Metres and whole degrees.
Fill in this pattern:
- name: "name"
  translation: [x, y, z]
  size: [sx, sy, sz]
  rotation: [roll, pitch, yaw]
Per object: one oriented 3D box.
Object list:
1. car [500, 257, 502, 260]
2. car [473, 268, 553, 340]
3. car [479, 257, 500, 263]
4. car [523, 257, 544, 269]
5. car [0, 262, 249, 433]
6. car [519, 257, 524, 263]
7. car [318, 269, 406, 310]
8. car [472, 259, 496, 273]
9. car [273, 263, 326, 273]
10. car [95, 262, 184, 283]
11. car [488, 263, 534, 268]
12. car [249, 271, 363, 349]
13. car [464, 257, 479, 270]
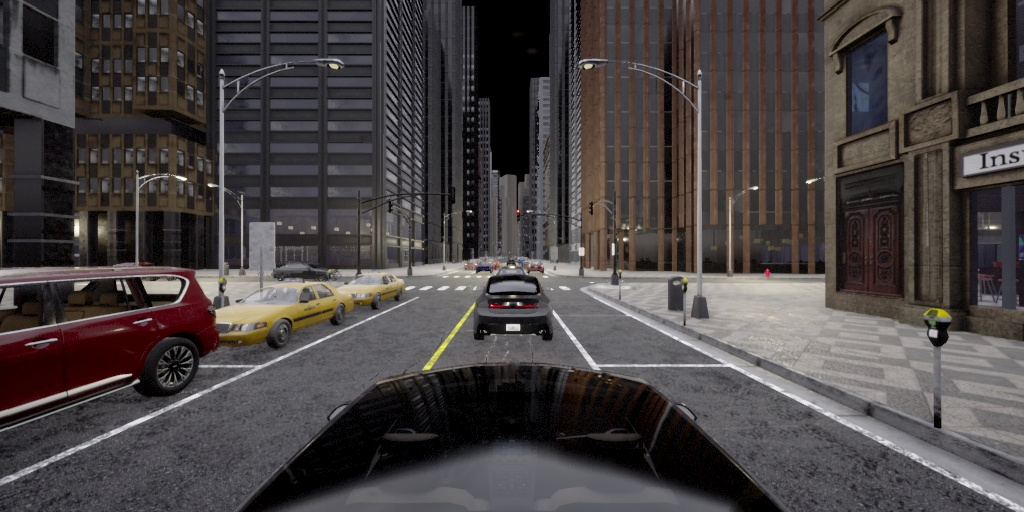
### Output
- name: "car"
  translation: [-3.222, 1.115, 61.973]
  size: [2.097, 1.767, 4.553]
  rotation: [0, 0, 0]
- name: "car"
  translation: [0.036, 1.255, 9.924]
  size: [1.837, 1.490, 4.892]
  rotation: [0, 0, 0]
- name: "car"
  translation: [-3.213, 1.111, 52.024]
  size: [2.097, 1.767, 4.553]
  rotation: [0, 0, 0]
- name: "car"
  translation: [2.662, 1.196, 41.816]
  size: [1.967, 1.591, 4.097]
  rotation: [0, 0, 0]
- name: "car"
  translation: [-5.767, 1.065, 3.797]
  size: [2.192, 1.841, 5.009]
  rotation: [0, 0, 0]
- name: "car"
  translation: [2.620, 1.312, 58.643]
  size: [2.007, 1.370, 4.403]
  rotation: [0, 0, 0]
- name: "car"
  translation: [-5.795, 1.276, 14.830]
  size: [1.751, 1.417, 4.829]
  rotation: [0, 0, 0]
- name: "car"
  translation: [-3.192, 1.357, 42.330]
  size: [1.895, 1.301, 4.718]
  rotation: [0, 0, 0]
- name: "car"
  translation: [-15.224, 1.230, 26.684]
  size: [4.674, 1.442, 1.812]
  rotation: [0, 0, -1]
- name: "car"
  translation: [-27.450, 1.193, 26.562]
  size: [4.674, 1.442, 1.812]
  rotation: [0, 0, -1]
- name: "car"
  translation: [-0.046, 1.298, 20.253]
  size: [2.033, 1.411, 5.357]
  rotation: [0, 0, 0]
- name: "car"
  translation: [-5.780, 1.276, 9.229]
  size: [1.751, 1.417, 4.829]
  rotation: [0, 0, 0]
- name: "car"
  translation: [-5.891, 1.199, 52.994]
  size: [1.967, 1.591, 4.097]
  rotation: [0, 0, 0]
